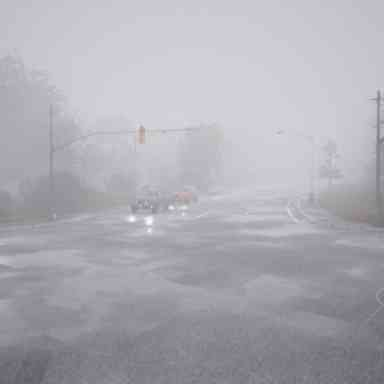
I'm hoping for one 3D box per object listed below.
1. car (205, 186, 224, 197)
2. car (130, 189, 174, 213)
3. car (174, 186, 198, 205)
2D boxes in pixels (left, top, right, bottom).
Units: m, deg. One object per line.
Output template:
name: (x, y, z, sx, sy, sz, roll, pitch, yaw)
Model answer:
car: (3.666, -0.141, 52.798, 1.812, 1.442, 4.674, 0, 4, 24)
car: (-3.713, 0.756, 30.528, 2.150, 2.045, 5.566, 0, 2, 13)
car: (-0.978, 0.352, 40.549, 2.150, 2.045, 5.566, 0, 3, 18)
